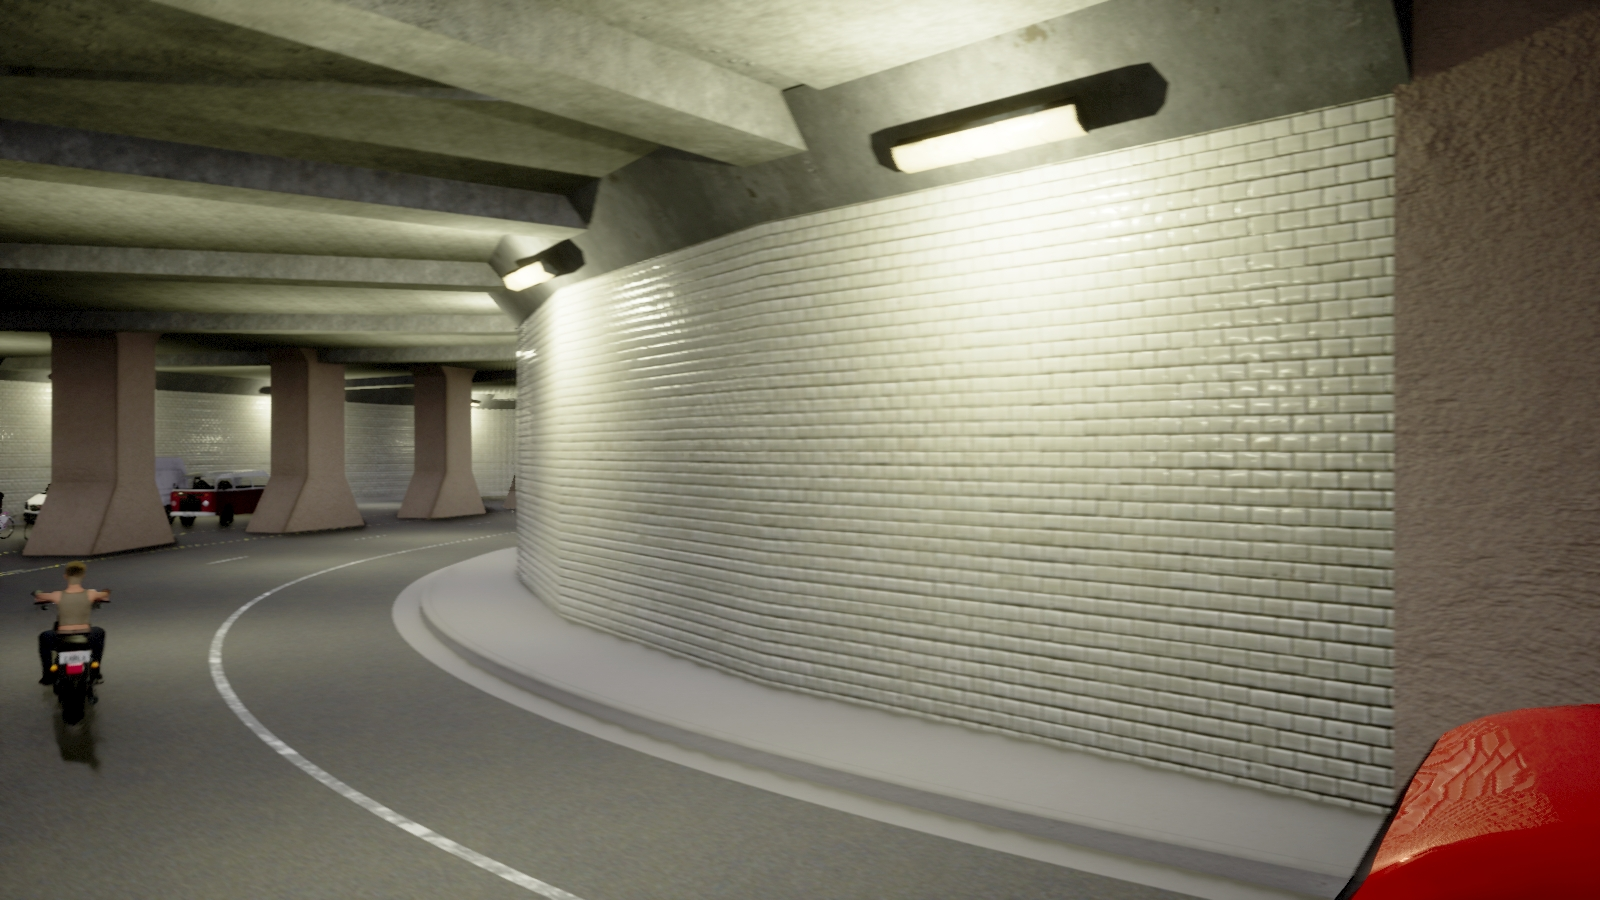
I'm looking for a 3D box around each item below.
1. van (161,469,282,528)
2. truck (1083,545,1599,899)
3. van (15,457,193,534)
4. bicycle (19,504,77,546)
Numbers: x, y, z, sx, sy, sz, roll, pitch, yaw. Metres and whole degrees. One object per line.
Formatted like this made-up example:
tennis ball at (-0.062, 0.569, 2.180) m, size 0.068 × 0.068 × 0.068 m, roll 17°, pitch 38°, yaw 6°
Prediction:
van at (-21.813, 1.782, 43.332) m, size 2.069 × 2.038 × 4.480 m, roll 0°, pitch 0°, yaw 5°
truck at (3.343, 1.568, 1.433) m, size 5.204 × 2.467 × 2.627 m, roll 0°, pitch 0°, yaw 35°
van at (-24.973, 1.534, 41.334) m, size 1.988 × 2.561 × 5.915 m, roll 0°, pitch 0°, yaw 12°
bicycle at (-22.520, 2.233, 34.256) m, size 0.329 × 1.126 × 1.835 m, roll 0°, pitch 0°, yaw 7°
